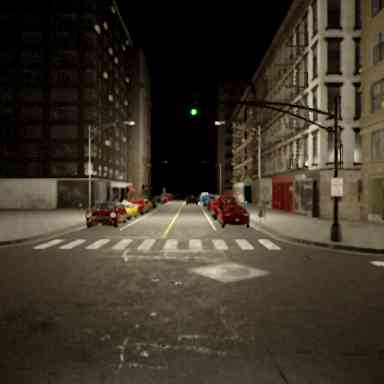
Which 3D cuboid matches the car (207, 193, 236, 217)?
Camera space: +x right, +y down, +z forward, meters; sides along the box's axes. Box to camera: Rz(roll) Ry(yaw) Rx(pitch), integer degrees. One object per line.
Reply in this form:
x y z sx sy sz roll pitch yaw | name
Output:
2.607 1.230 26.931 2.192 1.841 5.009 0 0 0 | car

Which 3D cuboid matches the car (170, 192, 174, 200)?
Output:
-5.468 1.085 70.197 2.192 1.841 5.009 0 0 0 | car

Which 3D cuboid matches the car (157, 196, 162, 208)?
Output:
-5.437 1.429 43.151 1.947 1.339 4.313 0 0 0 | car

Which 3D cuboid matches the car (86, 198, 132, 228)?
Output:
-5.412 1.374 21.513 1.967 1.590 4.097 0 0 0 | car

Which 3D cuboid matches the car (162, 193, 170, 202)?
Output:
-5.456 1.373 59.379 1.947 1.339 4.313 0 0 0 | car

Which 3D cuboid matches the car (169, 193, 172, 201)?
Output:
-5.462 1.370 64.789 1.802 1.307 4.206 0 0 0 | car

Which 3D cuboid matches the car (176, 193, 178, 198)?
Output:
-5.493 1.222 91.665 1.752 1.417 4.829 0 0 0 | car

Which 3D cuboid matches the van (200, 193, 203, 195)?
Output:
2.563 1.128 64.797 1.690 1.788 3.998 0 0 0 | van

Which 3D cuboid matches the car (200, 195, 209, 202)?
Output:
2.557 1.293 70.378 1.752 1.417 4.829 0 0 0 | car

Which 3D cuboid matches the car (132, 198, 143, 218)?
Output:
-5.418 1.442 26.752 1.752 1.417 4.829 0 0 0 | car

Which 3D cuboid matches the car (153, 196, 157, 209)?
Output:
-5.430 1.408 37.571 1.752 1.417 4.829 0 0 0 | car

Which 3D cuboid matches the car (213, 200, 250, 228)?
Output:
2.613 1.477 21.523 1.887 1.381 4.507 0 0 0 | car

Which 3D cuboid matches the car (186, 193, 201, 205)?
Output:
0.033 1.356 52.452 1.812 1.442 4.674 0 0 0 | car

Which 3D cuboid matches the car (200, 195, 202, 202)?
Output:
2.582 1.409 48.570 1.947 1.339 4.313 0 0 0 | car

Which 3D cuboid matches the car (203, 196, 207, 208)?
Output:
2.594 1.425 37.751 1.887 1.381 4.507 0 0 0 | car

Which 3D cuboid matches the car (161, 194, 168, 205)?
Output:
-5.449 1.377 53.970 2.008 1.369 4.403 0 0 0 | car

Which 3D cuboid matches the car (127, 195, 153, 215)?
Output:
-5.424 1.214 32.331 2.192 1.841 5.009 0 0 0 | car

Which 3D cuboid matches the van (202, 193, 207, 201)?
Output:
2.588 1.203 43.160 1.690 1.788 3.998 0 0 0 | van
